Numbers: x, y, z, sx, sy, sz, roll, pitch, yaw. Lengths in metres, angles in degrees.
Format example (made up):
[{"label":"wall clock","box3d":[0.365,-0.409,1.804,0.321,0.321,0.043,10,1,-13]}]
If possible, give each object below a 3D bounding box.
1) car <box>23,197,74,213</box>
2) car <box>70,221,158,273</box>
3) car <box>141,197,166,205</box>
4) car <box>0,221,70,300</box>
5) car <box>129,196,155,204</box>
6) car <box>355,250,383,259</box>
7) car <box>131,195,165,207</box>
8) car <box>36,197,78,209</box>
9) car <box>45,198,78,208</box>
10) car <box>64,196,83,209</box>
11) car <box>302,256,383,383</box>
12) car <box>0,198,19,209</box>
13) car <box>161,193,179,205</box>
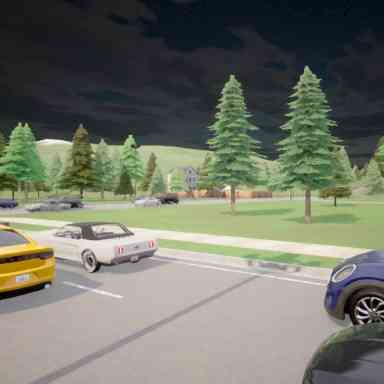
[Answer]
[{"label":"car","box3d":[-16.085,1.600,37.102,1.895,1.301,4.718,0,0,36]},{"label":"car","box3d":[-3.433,1.601,10.728,4.718,1.301,1.895,0,0,35]},{"label":"car","box3d":[-7.108,1.601,61.240,1.895,1.301,4.718,0,0,36]},{"label":"car","box3d":[-5.215,1.478,7.698,5.008,1.535,1.882,0,0,35]},{"label":"car","box3d":[-9.512,1.493,63.854,2.128,1.511,4.902,0,0,37]},{"label":"car","box3d":[4.499,1.352,5.067,4.553,1.767,2.097,0,0,36]},{"label":"car","box3d":[-6.705,1.525,49.944,1.812,1.442,4.674,0,0,36]},{"label":"car","box3d":[-18.482,1.492,45.694,2.128,1.511,4.902,0,0,36]},{"label":"car","box3d":[-19.636,1.564,50.047,1.994,1.385,4.181,0,0,36]},{"label":"car","box3d":[-16.358,1.352,42.664,2.097,1.767,4.553,0,0,36]},{"label":"car","box3d":[3.102,1.505,1.762,4.892,1.490,1.837,0,0,35]},{"label":"car","box3d":[-24.892,1.526,42.848,1.812,1.442,4.674,0,0,36]},{"label":"car","box3d":[-4.539,1.221,58.841,2.150,2.045,5.566,0,0,36]}]
